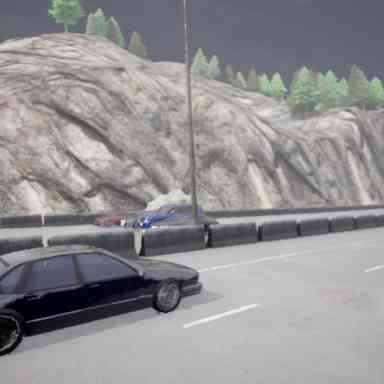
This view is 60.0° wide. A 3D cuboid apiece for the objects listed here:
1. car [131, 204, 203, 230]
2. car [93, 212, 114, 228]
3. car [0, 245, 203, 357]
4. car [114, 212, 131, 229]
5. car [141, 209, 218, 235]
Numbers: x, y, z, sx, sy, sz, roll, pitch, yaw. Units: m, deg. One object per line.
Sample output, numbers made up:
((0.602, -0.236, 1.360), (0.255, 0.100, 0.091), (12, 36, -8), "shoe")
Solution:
((-1.441, 1.962, 25.340), (5.566, 2.045, 2.150), (1, -2, -39), "car")
((-6.745, 2.474, 30.039), (4.181, 1.385, 1.994), (1, -2, -39), "car")
((-2.322, 1.753, 6.371), (5.357, 1.411, 2.033), (1, -2, -39), "car")
((-3.624, 2.325, 28.064), (4.902, 1.511, 2.128), (1, -2, -39), "car")
((-0.453, 2.120, 21.631), (4.902, 1.511, 2.128), (1, -2, -39), "car")
